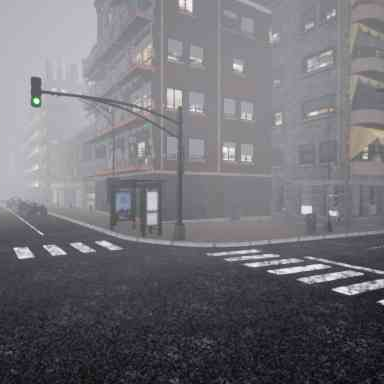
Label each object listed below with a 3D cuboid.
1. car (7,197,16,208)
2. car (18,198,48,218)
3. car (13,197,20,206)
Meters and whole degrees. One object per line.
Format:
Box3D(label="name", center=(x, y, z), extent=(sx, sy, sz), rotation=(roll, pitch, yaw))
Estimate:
Box3D(label="car", center=(-25.847, 1.434, 48.658), extent=(1.967, 1.590, 4.097), rotation=(0, 0, -32))
Box3D(label="car", center=(-13.933, 1.546, 29.507), extent=(2.008, 1.369, 4.403), rotation=(0, 0, -32))
Box3D(label="car", center=(-16.911, 1.540, 34.294), extent=(1.887, 1.381, 4.507), rotation=(0, 0, -32))
